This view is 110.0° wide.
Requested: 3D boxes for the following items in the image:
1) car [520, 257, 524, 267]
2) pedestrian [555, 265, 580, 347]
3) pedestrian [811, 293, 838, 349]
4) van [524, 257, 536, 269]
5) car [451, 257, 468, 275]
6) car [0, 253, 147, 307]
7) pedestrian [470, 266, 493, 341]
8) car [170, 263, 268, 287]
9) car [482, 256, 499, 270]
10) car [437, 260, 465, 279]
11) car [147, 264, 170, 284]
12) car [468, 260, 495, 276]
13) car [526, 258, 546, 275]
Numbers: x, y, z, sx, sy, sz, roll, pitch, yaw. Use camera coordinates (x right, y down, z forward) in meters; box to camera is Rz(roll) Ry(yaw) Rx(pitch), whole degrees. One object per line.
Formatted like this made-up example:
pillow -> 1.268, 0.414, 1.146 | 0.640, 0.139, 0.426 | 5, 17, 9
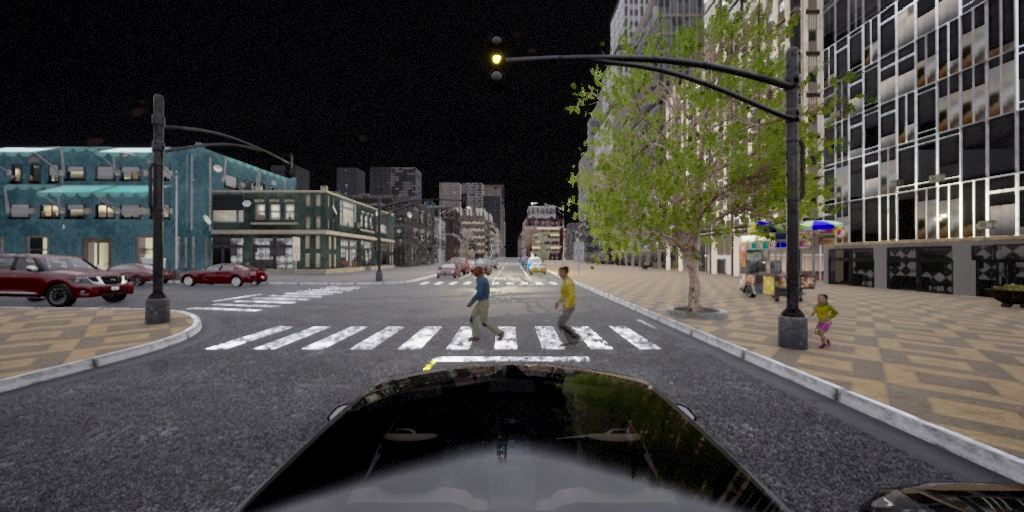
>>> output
car -> 2.730, 1.271, 54.754 | 2.007, 1.370, 4.403 | 0, 0, 0
pedestrian -> 1.191, 1.040, 7.755 | 0.375, 1.860, 0.375 | 0, 0, 0
pedestrian -> 6.161, 1.268, 7.037 | 0.500, 1.100, 0.500 | 0, 0, 0
van -> 2.722, 1.067, 43.652 | 1.690, 1.789, 3.998 | 0, 0, 0
car -> -5.662, 1.044, 38.104 | 2.192, 1.841, 5.009 | 0, 0, 0
car -> -17.150, 0.842, 13.173 | 5.009, 1.841, 2.192 | 0, 0, -1
pedestrian -> -0.698, 1.040, 8.243 | 0.375, 1.860, 0.375 | 0, 0, 0
car -> -17.262, 1.108, 21.553 | 4.507, 1.381, 1.888 | 0, 0, -1
car -> -3.043, 1.225, 53.646 | 1.837, 1.490, 4.892 | 0, 0, 0
car -> -5.666, 1.314, 32.553 | 1.802, 1.307, 4.207 | 0, 0, 0
car -> -22.806, 1.077, 21.479 | 4.207, 1.307, 1.802 | 0, 0, -1
car -> -3.068, 1.330, 36.766 | 1.895, 1.301, 4.718 | 0, 0, 0
car -> 2.718, 1.254, 38.270 | 1.751, 1.417, 4.829 | 0, 0, 0
